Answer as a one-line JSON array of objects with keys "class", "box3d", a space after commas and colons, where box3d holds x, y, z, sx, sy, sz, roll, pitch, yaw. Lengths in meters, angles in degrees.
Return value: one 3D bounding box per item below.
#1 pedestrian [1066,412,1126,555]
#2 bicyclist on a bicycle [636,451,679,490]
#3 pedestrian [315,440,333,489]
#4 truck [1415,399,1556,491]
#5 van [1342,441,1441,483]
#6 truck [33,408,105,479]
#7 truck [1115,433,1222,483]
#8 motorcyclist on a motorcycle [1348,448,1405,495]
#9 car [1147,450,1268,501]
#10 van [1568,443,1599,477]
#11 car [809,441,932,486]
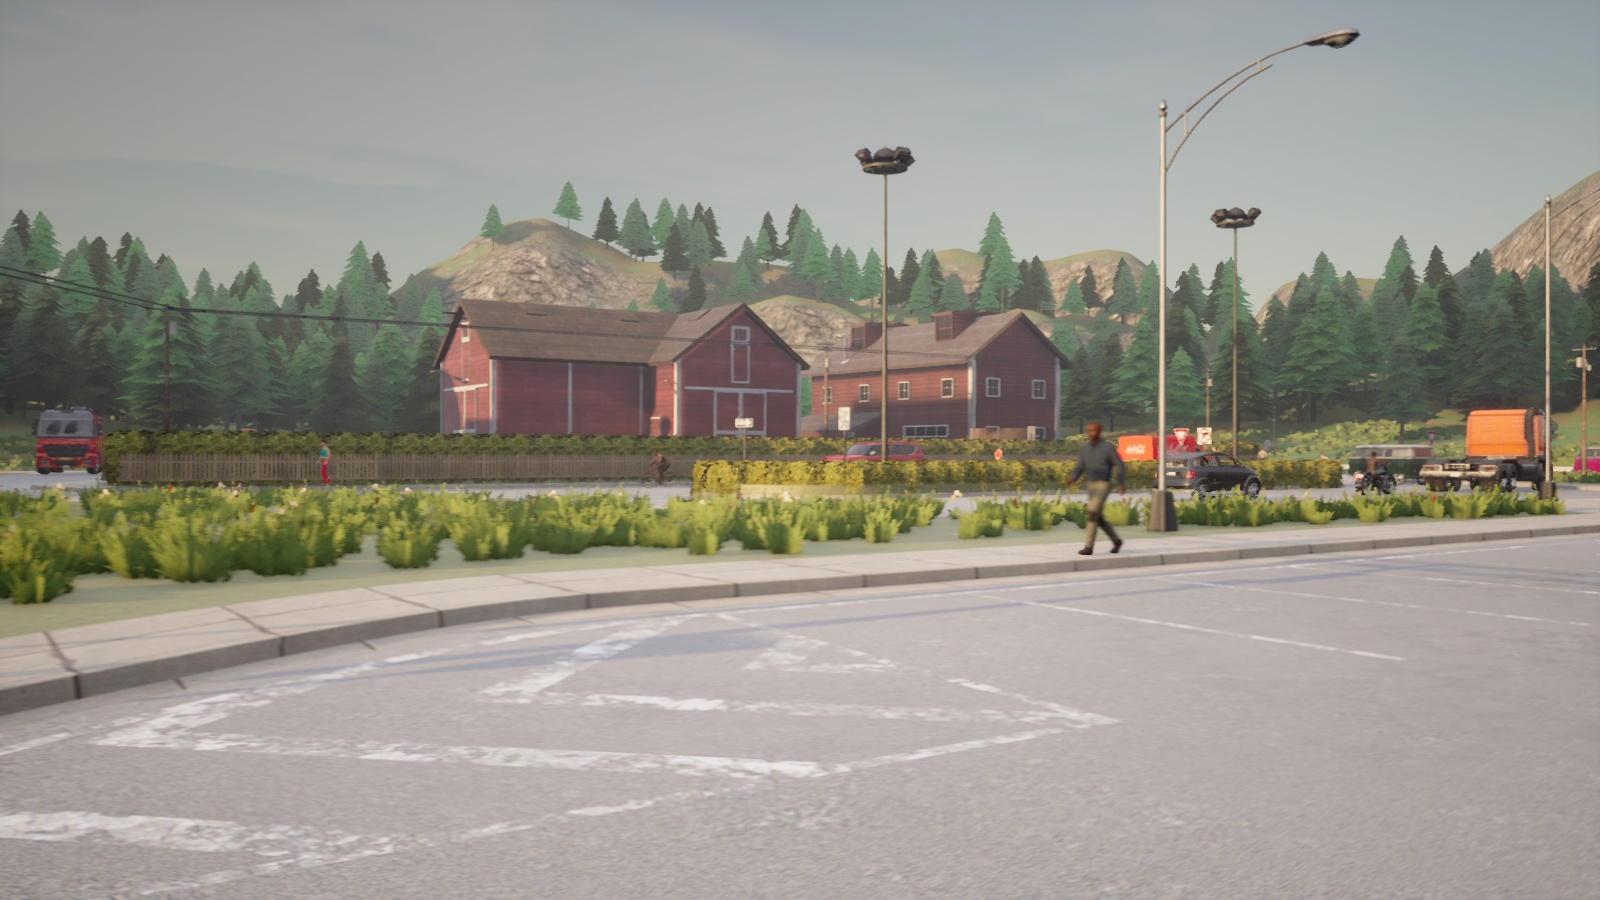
[{"class": "pedestrian", "box3d": [3.895, 0.432, 16.510, 0.726, 1.835, 0.370, 0, 0, -36]}, {"class": "bicyclist on a bicycle", "box3d": [-5.943, 0.839, 52.382, 1.656, 1.620, 0.582, 0, 0, -34]}, {"class": "pedestrian", "box3d": [-18.210, 0.556, 48.028, 0.594, 1.836, 0.345, 0, 0, -37]}, {"class": "truck", "box3d": [27.974, -0.171, 51.078, 7.936, 3.462, 2.891, 0, 0, -45]}, {"class": "van", "box3d": [29.247, 0.588, 62.253, 1.775, 1.987, 4.442, 0, 0, -21]}, {"class": "truck", "box3d": [-41.889, -0.368, 72.210, 2.891, 3.827, 8.468, 0, 0, -26]}, {"class": "truck", "box3d": [19.139, 0.382, 65.144, 5.204, 2.467, 2.627, 0, 0, -34]}, {"class": "motorcyclist on a motorcycle", "box3d": [20.871, 0.762, 45.453, 2.350, 1.649, 0.766, 0, 0, -34]}, {"class": "car", "box3d": [13.025, 0.794, 40.078, 3.705, 1.549, 1.789, 0, 0, -34]}, {"class": "van", "box3d": [48.469, 0.578, 74.648, 1.775, 1.987, 4.442, 0, 0, -34]}, {"class": "car", "box3d": [3.346, 0.601, 58.677, 5.566, 2.045, 2.150, 0, 0, -34]}]
